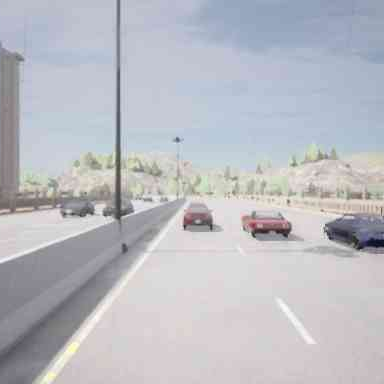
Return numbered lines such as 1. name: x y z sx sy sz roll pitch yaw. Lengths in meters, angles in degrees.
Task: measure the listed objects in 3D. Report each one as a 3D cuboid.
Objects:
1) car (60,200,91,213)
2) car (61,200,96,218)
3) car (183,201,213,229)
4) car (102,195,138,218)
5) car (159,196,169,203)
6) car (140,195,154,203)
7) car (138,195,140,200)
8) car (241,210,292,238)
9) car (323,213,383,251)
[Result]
1. car: -13.573 1.623 38.949 1.895 1.301 4.718 0 0 1
2. car: -10.203 1.509 30.104 2.128 1.511 4.902 0 0 1
3. car: 0.383 1.544 21.449 1.812 1.442 4.674 0 0 1
4. car: -6.695 1.372 30.595 2.097 1.767 4.553 0 0 1
5. car: -6.001 1.606 72.427 2.128 1.511 4.902 0 0 1
6. car: -9.500 1.631 72.477 1.994 1.385 4.181 0 0 1
7. car: -12.882 1.435 80.706 2.128 1.511 4.902 0 0 1
8. car: 3.818 1.619 17.875 1.895 1.301 4.718 0 0 1
9. car: 7.271 1.582 14.298 1.994 1.385 4.181 0 0 1
